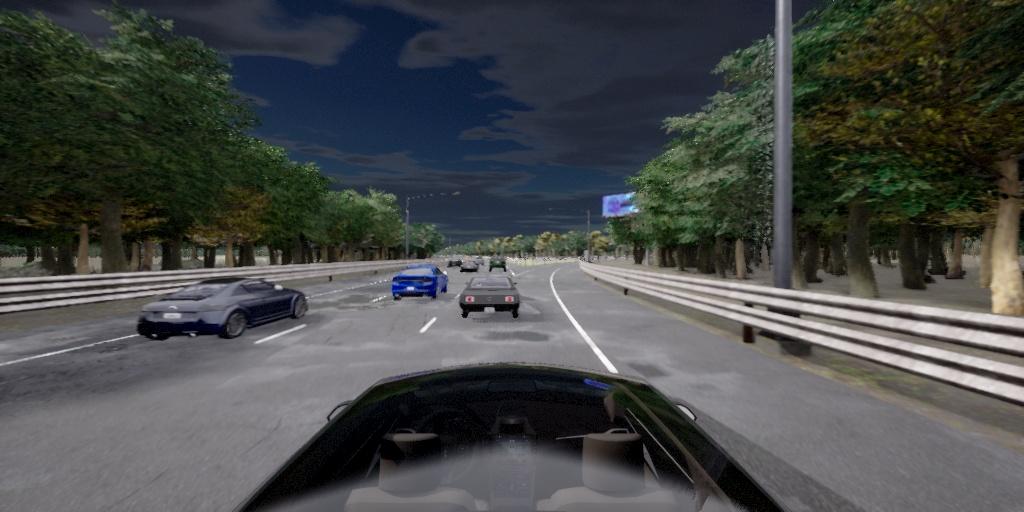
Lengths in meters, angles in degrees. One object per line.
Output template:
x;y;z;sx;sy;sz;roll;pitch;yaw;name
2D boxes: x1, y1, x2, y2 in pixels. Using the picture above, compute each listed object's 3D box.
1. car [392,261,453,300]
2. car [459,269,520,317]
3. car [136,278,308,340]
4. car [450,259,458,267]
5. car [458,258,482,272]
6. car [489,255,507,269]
-4.314;1.203;17.445;1.882;1.535;5.008;0;0;-2;car
-0.748;1.341;13.115;1.895;1.301;4.718;0;0;-2;car
-7.546;1.291;9.898;1.994;1.385;4.181;0;0;-2;car
-9.241;1.166;58.647;1.882;1.535;5.008;0;0;-3;car
-5.171;1.252;44.361;1.994;1.385;4.181;0;0;-2;car
-1.863;0.918;47.139;2.150;2.045;5.566;0;0;-2;car
